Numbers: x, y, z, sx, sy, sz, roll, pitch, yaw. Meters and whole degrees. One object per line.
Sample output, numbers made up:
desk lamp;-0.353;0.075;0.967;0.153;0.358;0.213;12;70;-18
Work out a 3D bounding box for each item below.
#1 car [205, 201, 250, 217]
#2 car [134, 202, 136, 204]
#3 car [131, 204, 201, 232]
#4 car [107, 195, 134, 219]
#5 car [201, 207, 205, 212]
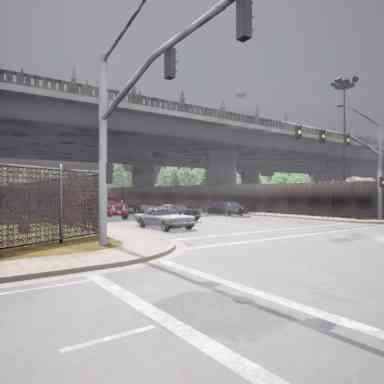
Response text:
car;3.172;1.603;32.426;2.033;1.411;5.357;0;0;-36
car;-6.439;1.619;33.481;1.994;1.385;4.181;0;0;-36
car;-1.753;1.656;20.916;1.895;1.301;4.718;0;0;-36
car;-7.428;1.277;28.852;2.150;2.045;5.566;0;0;-36
car;-1.327;1.656;26.338;1.895;1.301;4.718;0;0;-36
